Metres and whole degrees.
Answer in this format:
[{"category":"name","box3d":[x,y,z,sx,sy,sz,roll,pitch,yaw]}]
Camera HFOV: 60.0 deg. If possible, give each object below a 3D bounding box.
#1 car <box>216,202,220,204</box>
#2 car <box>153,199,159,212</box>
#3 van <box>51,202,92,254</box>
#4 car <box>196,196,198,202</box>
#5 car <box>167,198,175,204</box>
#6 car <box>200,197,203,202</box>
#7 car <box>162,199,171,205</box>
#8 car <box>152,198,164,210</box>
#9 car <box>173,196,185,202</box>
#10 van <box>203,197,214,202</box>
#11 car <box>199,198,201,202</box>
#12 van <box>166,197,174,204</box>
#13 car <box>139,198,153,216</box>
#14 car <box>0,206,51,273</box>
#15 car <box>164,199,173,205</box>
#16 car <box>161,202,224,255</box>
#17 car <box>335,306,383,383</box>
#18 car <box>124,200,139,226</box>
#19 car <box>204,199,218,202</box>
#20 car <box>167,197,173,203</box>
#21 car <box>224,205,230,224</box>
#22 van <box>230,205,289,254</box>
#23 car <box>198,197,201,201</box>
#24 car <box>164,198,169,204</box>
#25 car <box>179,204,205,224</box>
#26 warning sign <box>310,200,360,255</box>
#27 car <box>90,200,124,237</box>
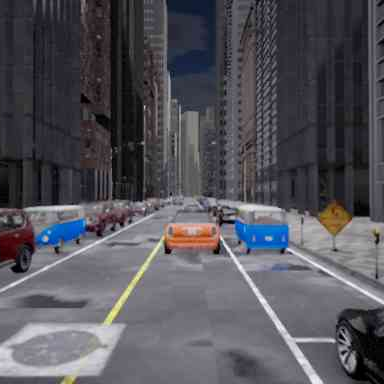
[{"category":"car","box3d":[2.788,1.863,30.708,1.947,1.339,4.313,0,-1,0]},{"category":"car","box3d":[-5.729,1.959,41.918,2.008,1.369,4.403,0,-1,0]},{"category":"van","box3d":[-5.750,1.473,13.873,1.690,1.788,3.998,0,-1,0]},{"category":"car","box3d":[2.826,2.130,81.190,2.192,1.841,5.009,0,-1,0]},{"category":"car","box3d":[-5.691,2.375,92.401,1.967,1.590,4.097,0,-1,0]},{"category":"car","box3d":[2.805,1.962,53.145,1.967,1.590,4.097,0,-1,0]},{"category":"car","box3d":[-5.704,2.337,75.572,1.802,1.307,4.206,0,-1,0]},{"category":"car","box3d":[-5.724,1.780,47.529,2.192,1.841,5.009,0,-1,0]},{"category":"car","box3d":[-2.945,2.066,71.821,2.097,1.767,4.553,0,-1,0]},{"category":"van","box3d":[2.801,1.806,47.537,1.690,1.788,3.998,0,-1,0]},{"category":"car","box3d":[2.813,2.203,64.361,1.947,1.339,4.313,0,-1,0]},{"category":"van","box3d":[-5.695,2.216,86.793,1.690,1.788,3.998,0,-1,0]},{"category":"car","box3d":[-5.733,1.792,36.310,1.967,1.590,4.097,0,-1,0]},{"category":"car","box3d":[-5.754,1.394,8.265,2.192,1.841,5.009,0,-1,0]},{"category":"car","box3d":[-5.699,2.338,81.012,1.752,1.417,4.829,0,-1,0]},{"category":"car","box3d":[0.014,1.485,14.082,2.097,1.767,4.553,0,-1,0]},{"category":"car","box3d":[2.766,1.592,2.664,1.947,1.339,4.313,0,-1,0]},{"category":"car","box3d":[-5.741,1.556,25.092,2.192,1.841,5.009,0,-1,0]},{"category":"car","box3d":[2.796,1.954,41.926,1.887,1.381,4.507,0,-1,0]},{"category":"car","box3d":[-5.708,2.246,69.963,2.008,1.369,4.403,0,-1,0]},{"category":"car","box3d":[2.783,1.808,25.099,1.947,1.339,4.313,0,-1,0]},{"category":"van","box3d":[2.775,1.474,13.884,1.690,1.788,3.998,0,-1,0]},{"category":"car","box3d":[2.821,2.337,75.579,1.802,1.307,4.206,0,-1,0]},{"category":"car","box3d":[-5.716,2.145,58.745,1.947,1.339,4.313,0,-1,0]},{"category":"car","box3d":[0.024,1.827,28.993,2.033,1.411,5.357,0,-1,0]},{"category":"warning sign","box3d":[5.075,1.229,11.874,1.300,1.860,1.060,0,-1,0]},{"category":"car","box3d":[-5.746,1.502,19.483,2.192,1.841,5.009,0,-1,0]}]
